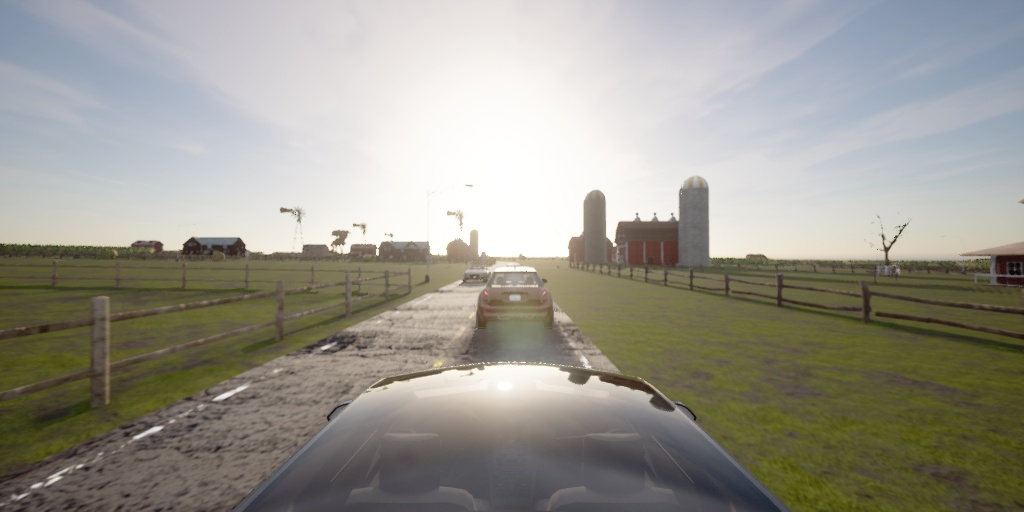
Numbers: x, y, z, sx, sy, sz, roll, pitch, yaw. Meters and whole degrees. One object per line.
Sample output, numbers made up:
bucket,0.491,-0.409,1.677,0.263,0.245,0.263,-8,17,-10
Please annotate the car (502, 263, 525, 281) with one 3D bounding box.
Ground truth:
car,0.132,1.414,33.172,2.033,1.411,5.357,0,0,0

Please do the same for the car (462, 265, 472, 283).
car,-2.821,1.415,29.074,1.994,1.385,4.181,0,0,0

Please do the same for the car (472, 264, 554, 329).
car,0.094,1.138,11.605,2.097,1.767,4.553,0,0,0
